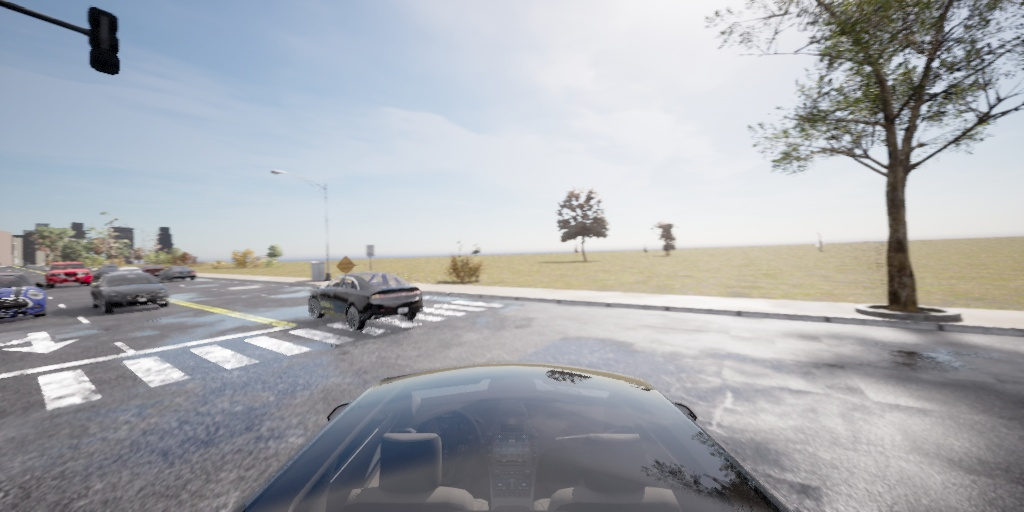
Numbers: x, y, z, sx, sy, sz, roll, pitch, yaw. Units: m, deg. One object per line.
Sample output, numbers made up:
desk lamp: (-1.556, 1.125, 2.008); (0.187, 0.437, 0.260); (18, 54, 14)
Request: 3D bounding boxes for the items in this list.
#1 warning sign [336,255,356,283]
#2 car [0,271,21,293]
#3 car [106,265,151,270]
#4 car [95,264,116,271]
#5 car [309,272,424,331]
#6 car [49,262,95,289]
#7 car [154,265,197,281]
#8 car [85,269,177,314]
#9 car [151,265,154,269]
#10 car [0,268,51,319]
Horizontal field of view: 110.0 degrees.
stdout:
warning sign: (-10.536, 0.889, 22.828); (1.060, 1.860, 1.300); (0, 0, 35)
car: (-37.255, 1.871, 26.039); (4.674, 1.442, 1.812); (-1, 1, 35)
car: (-34.338, 1.735, 32.056); (4.674, 1.442, 1.812); (-1, 1, 35)
car: (-42.610, 1.894, 37.778); (4.181, 1.385, 1.994); (-1, 1, 35)
car: (-4.731, 1.268, 11.283); (4.902, 1.511, 2.128); (-1, 1, 42)
car: (-36.696, 1.515, 29.619); (5.566, 2.045, 2.150); (-1, 1, 35)
car: (-32.187, 1.680, 34.517); (5.357, 1.411, 2.033); (-1, 1, 35)
car: (-16.494, 1.499, 15.451); (4.892, 1.490, 1.837); (-1, 1, 35)
car: (-40.412, 1.730, 40.203); (5.008, 1.535, 1.882); (-1, 1, 35)
car: (-19.196, 1.432, 13.370); (4.553, 1.767, 2.097); (-1, 1, 35)
